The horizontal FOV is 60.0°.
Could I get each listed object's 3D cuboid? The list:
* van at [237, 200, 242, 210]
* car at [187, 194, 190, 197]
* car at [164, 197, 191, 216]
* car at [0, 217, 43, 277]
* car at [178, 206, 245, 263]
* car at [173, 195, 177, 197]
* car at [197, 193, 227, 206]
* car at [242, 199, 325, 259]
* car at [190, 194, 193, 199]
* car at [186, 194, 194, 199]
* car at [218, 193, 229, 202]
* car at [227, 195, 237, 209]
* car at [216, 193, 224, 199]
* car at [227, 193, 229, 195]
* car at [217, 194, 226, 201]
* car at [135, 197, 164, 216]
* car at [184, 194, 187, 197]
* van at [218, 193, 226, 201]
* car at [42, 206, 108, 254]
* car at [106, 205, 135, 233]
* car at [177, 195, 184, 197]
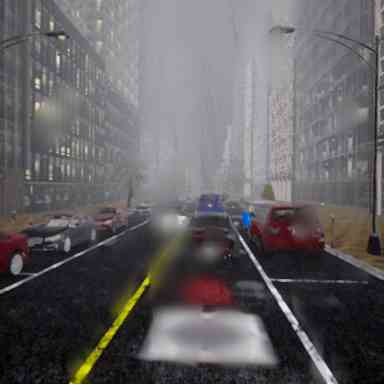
[{"bbox_3d":[3.638,1.310,18.105,1.690,1.788,3.998,0,0,3],"label":"van"},{"bbox_3d":[-1.882,1.256,69.476,1.752,1.417,4.829,0,0,3],"label":"car"},{"bbox_3d":[-1.437,1.441,30.462,1.994,1.385,4.181,1,0,3],"label":"car"},{"bbox_3d":[-5.364,1.468,7.223,1.887,1.381,4.507,0,0,3],"label":"car"},{"bbox_3d":[0.664,1.467,11.975,1.837,1.490,4.892,1,0,4],"label":"car"},{"bbox_3d":[-3.459,1.370,41.272,2.008,1.369,4.403,0,0,3],"label":"car"},{"bbox_3d":[1.594,1.137,28.368,2.150,2.045,5.566,1,1,4],"label":"car"},{"bbox_3d":[3.320,1.301,12.430,2.192,1.841,5.009,0,0,3],"label":"car"},{"bbox_3d":[-1.238,1.259,80.995,1.947,1.339,4.313,0,0,3],"label":"car"},{"bbox_3d":[-0.603,1.207,92.345,2.008,1.369,4.403,0,0,3],"label":"car"},{"bbox_3d":[6.495,1.125,69.178,2.192,1.841,5.009,0,0,3],"label":"car"},{"bbox_3d":[4.908,1.450,40.804,2.008,1.369,4.403,0,0,3],"label":"car"},{"bbox_3d":[7.764,1.177,91.877,1.967,1.590,4.097,0,0,3],"label":"car"},{"bbox_3d":[6.177,1.143,63.503,2.192,1.841,5.009,0,0,3],"label":"car"},{"bbox_3d":[7.130,1.214,80.527,1.967,1.590,4.097,0,0,3],"label":"car"},{"bbox_3d":[-4.095,1.405,29.923,2.008,1.369,4.403,0,0,3],"label":"car"},{"bbox_3d":[-2.507,1.206,58.296,1.967,1.590,4.097,0,0,3],"label":"car"},{"bbox_3d":[6.812,1.133,74.852,1.690,1.788,3.998,0,0,3],"label":"van"},{"bbox_3d":[-5.047,1.457,12.898,2.008,1.369,4.403,0,0,3],"label":"car"},{"bbox_3d":[-4.729,1.471,18.573,1.802,1.307,4.206,0,0,3],"label":"car"},{"bbox_3d":[-2.825,1.365,52.621,1.802,1.307,4.206,0,0,3],"label":"car"}]
